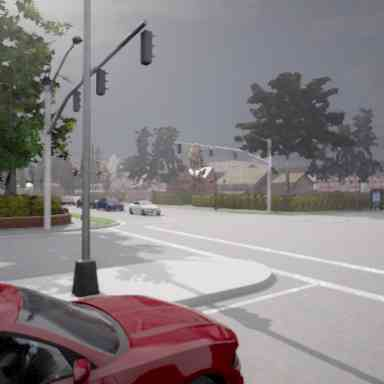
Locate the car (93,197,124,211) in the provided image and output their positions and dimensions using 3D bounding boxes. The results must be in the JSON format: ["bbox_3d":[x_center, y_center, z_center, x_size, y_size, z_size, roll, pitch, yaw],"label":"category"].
[{"bbox_3d":[-10.156,1.441,41.375,2.097,1.767,4.553,0,0,-36],"label":"car"}]

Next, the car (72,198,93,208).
[{"bbox_3d":[-15.559,1.594,48.821,1.837,1.490,4.892,0,0,-36],"label":"car"}]

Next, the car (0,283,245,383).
[{"bbox_3d":[-1.798,1.477,2.485,5.008,1.535,1.882,0,0,-35],"label":"car"}]

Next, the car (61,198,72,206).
[{"bbox_3d":[-21.367,1.652,56.877,1.994,1.385,4.181,0,0,-35],"label":"car"}]

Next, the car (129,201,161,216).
[{"bbox_3d":[-4.941,1.616,34.177,1.812,1.442,4.674,0,0,-35],"label":"car"}]
